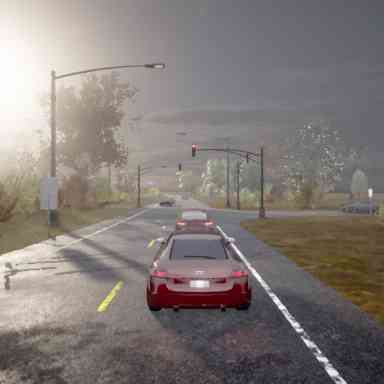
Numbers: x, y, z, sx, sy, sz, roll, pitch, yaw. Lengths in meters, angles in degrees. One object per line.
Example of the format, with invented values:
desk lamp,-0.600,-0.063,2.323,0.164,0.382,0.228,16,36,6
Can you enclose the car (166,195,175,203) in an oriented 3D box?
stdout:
car,-4.604,1.506,72.709,1.882,1.535,5.008,0,0,-2

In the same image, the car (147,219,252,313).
car,0.099,1.567,7.779,1.994,1.385,4.181,0,0,-1

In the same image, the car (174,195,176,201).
car,-4.362,1.587,62.335,1.994,1.385,4.181,0,0,-1

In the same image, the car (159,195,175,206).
car,-4.155,1.620,53.146,1.895,1.301,4.718,0,0,-1

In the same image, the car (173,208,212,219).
car,0.062,1.531,16.539,1.812,1.442,4.674,0,0,-2

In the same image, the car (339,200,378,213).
car,18.681,1.589,36.985,4.181,1.385,1.994,0,0,1

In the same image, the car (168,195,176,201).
car,-4.964,1.511,83.157,1.882,1.535,5.008,0,0,-2
